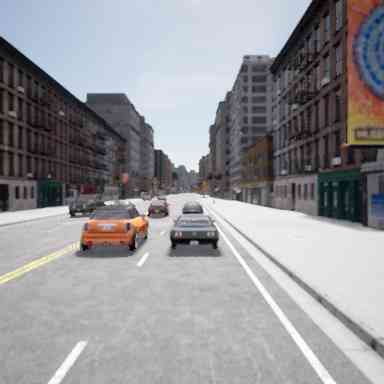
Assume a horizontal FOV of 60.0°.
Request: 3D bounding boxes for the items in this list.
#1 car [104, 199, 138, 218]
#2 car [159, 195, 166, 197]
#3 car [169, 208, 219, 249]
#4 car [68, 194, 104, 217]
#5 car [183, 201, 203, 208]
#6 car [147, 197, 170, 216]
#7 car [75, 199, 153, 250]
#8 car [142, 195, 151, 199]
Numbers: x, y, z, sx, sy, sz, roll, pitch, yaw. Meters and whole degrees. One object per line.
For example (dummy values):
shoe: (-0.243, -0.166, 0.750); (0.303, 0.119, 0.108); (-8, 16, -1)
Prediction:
car: (-6.609, 1.511, 31.485); (2.128, 1.511, 4.902); (0, 0, 0)
car: (-6.533, 1.374, 72.967); (1.837, 1.490, 4.892); (0, 0, 0)
car: (0.094, 1.607, 14.616); (1.895, 1.301, 4.718); (0, 0, 0)
car: (-9.861, 1.244, 31.732); (2.150, 2.045, 5.566); (0, 0, 0)
car: (0.085, 1.584, 31.877); (1.994, 1.385, 4.181); (0, 0, 0)
car: (-3.164, 1.546, 32.332); (1.812, 1.442, 4.674); (0, 0, 0)
car: (-3.157, 1.358, 14.467); (2.097, 1.767, 4.553); (0, 0, 0)
car: (-9.783, 1.414, 72.965); (2.033, 1.411, 5.357); (0, 0, 0)
